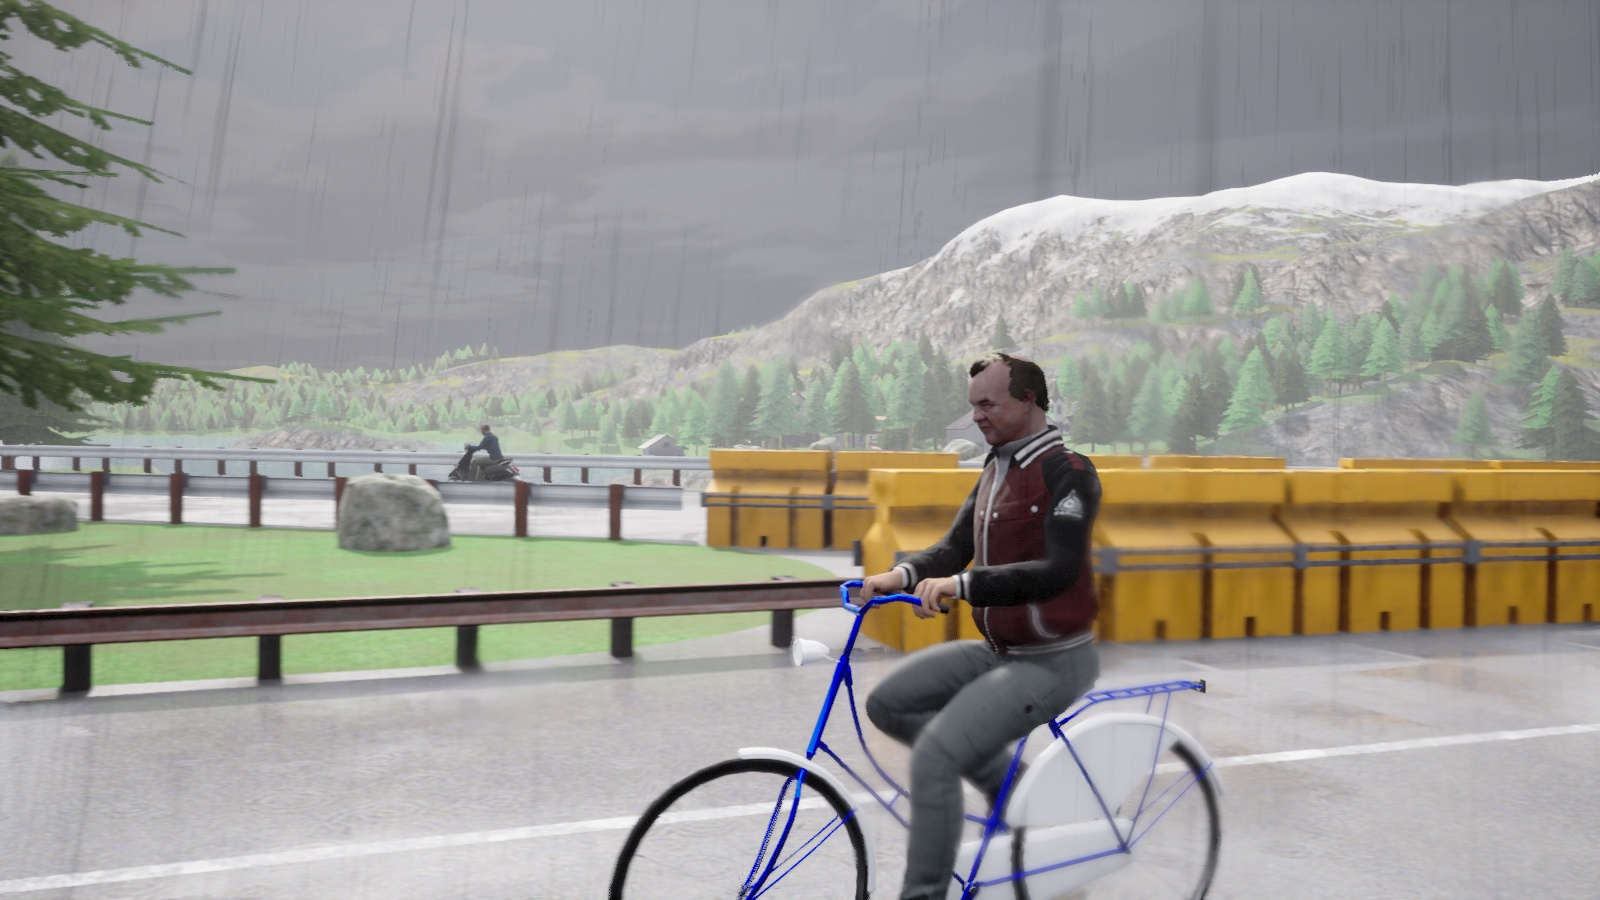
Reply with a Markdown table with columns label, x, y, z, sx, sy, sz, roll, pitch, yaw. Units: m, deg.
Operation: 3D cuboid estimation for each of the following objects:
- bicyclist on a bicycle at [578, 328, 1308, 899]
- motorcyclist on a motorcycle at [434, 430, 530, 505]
| label | x | y | z | sx | sy | sz | roll | pitch | yaw |
| --- | --- | --- | --- | --- | --- | --- | --- | --- | --- |
| bicyclist on a bicycle | 0.392 | 0.608 | 3.378 | 1.843 | 1.776 | 0.659 | -1 | 1 | -20 |
| motorcyclist on a motorcycle | -6.939 | 0.370 | 27.451 | 1.817 | 1.590 | 0.866 | 0 | 1 | 14 |
